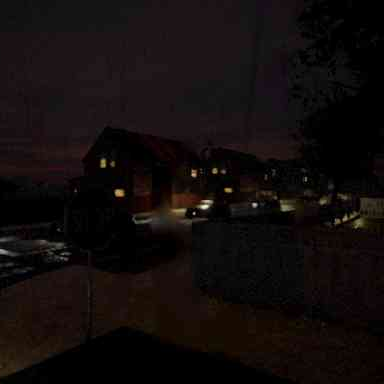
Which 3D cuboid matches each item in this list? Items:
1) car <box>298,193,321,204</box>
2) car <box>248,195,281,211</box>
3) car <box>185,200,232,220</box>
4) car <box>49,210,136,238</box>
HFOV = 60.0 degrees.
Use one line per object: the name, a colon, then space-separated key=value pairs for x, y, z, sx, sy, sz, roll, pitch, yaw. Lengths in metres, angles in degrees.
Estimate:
car: x=15.996 y=0.847 z=45.293 sx=1.895 sy=1.301 sz=4.718 roll=2 pitch=2 yaw=35
car: x=7.289 y=1.047 z=33.097 sx=2.128 sy=1.511 sz=4.902 roll=2 pitch=2 yaw=36
car: x=1.273 y=1.277 z=24.595 sx=1.994 sy=1.385 sz=4.181 roll=2 pitch=2 yaw=35
car: x=-4.670 y=1.435 z=16.109 sx=1.994 sy=1.385 sz=4.181 roll=1 pitch=2 yaw=35
